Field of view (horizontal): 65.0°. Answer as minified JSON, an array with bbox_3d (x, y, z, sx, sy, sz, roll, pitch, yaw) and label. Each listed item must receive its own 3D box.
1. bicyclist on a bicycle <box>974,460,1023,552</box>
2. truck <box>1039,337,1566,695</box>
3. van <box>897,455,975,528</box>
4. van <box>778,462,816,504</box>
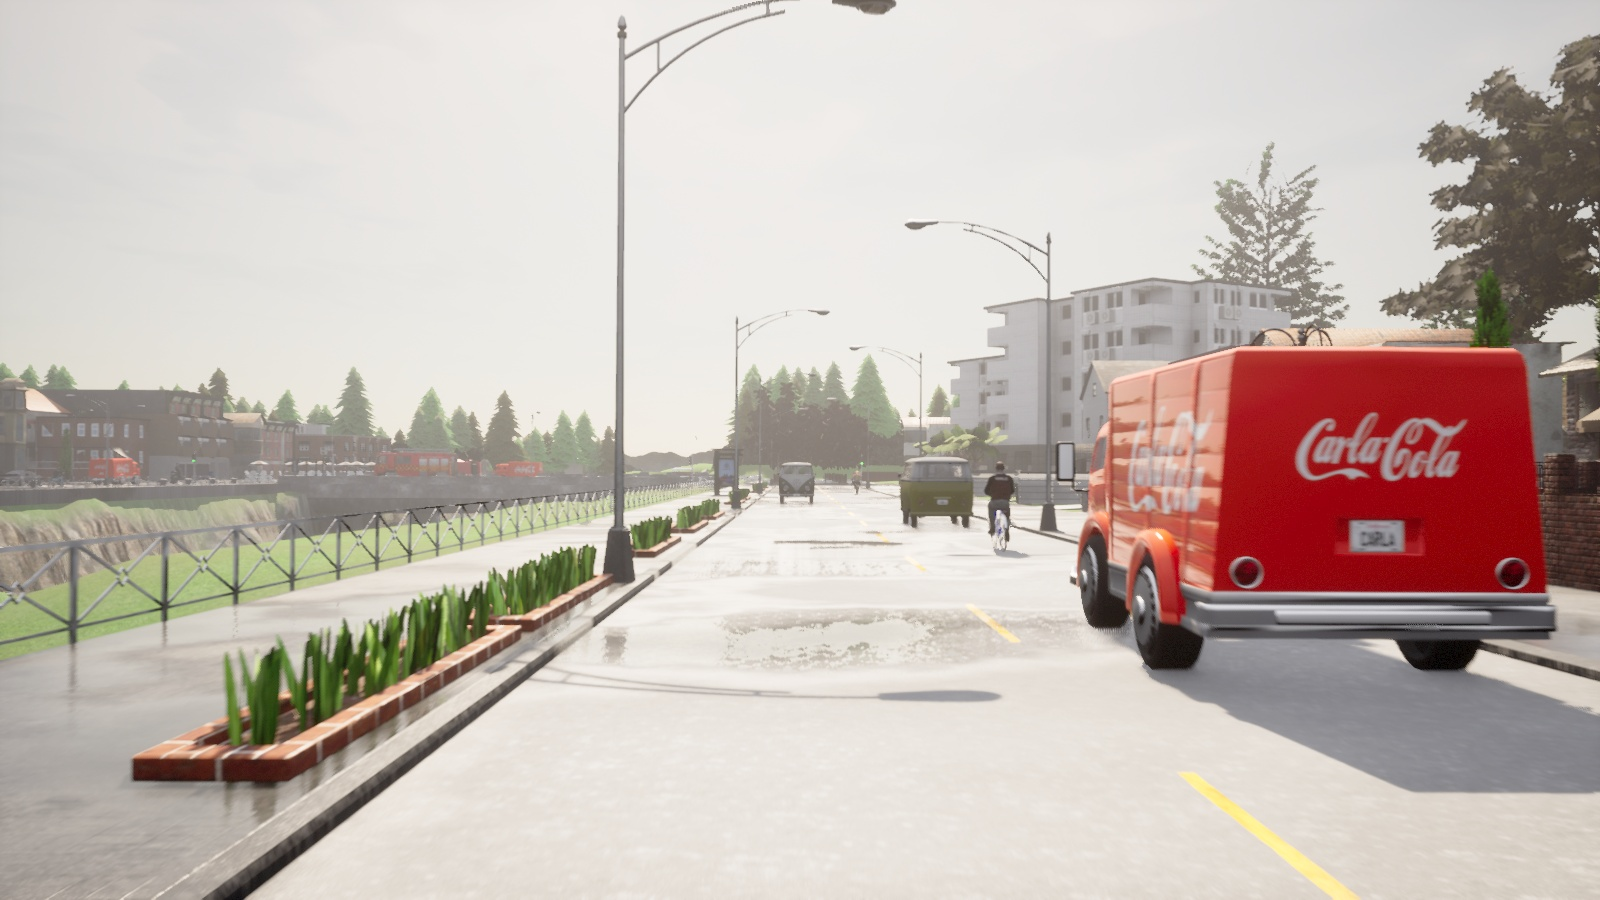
[{"bbox_3d":[3.939,1.089,25.035,0.659,1.776,1.843,0,-1,0],"label":"bicyclist on a bicycle"},{"bbox_3d":[3.972,0.501,11.305,2.627,2.467,5.204,0,-1,0],"label":"truck"},{"bbox_3d":[3.912,1.165,36.647,1.775,1.987,4.442,0,-1,0],"label":"van"},{"bbox_3d":[-0.148,1.605,61.965,1.775,1.987,4.442,0,-1,0],"label":"van"}]
